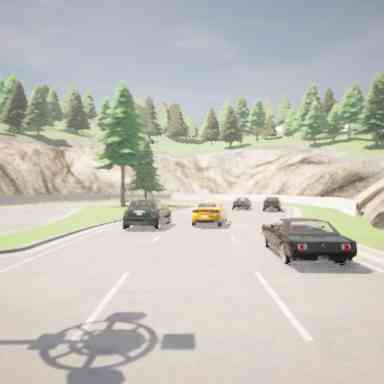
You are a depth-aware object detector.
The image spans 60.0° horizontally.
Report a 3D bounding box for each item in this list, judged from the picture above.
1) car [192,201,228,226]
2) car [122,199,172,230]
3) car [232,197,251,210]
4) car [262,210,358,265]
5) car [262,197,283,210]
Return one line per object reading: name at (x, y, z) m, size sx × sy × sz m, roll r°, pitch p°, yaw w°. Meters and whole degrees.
car at (1.258, 1.337, 22.230) m, size 1.882 × 1.535 × 5.008 m, roll 0°, pitch 0°, yaw 11°
car at (-2.610, 1.223, 20.430) m, size 2.097 × 1.767 × 4.553 m, roll 0°, pitch 0°, yaw 8°
car at (5.912, 1.300, 39.223) m, size 2.033 × 1.411 × 5.357 m, roll 0°, pitch 0°, yaw 15°
car at (3.674, 1.528, 11.403) m, size 1.895 × 1.301 × 4.718 m, roll 0°, pitch 0°, yaw 1°
car at (8.880, 1.272, 36.787) m, size 1.837 × 1.490 × 4.892 m, roll 0°, pitch 0°, yaw 16°
